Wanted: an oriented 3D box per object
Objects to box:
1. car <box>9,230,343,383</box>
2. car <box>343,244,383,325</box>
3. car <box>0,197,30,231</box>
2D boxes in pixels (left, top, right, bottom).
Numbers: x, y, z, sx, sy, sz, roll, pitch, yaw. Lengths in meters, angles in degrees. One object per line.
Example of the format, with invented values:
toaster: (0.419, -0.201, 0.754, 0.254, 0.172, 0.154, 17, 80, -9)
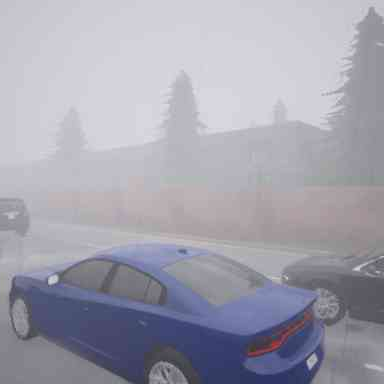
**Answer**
car: (-0.771, 1.499, 4.795, 5.008, 1.535, 1.882, 0, 0, 38)
car: (3.968, 1.534, 5.571, 4.892, 1.490, 1.837, 0, 0, 36)
car: (-10.678, 1.288, 17.679, 5.566, 2.045, 2.150, 0, 0, 41)
